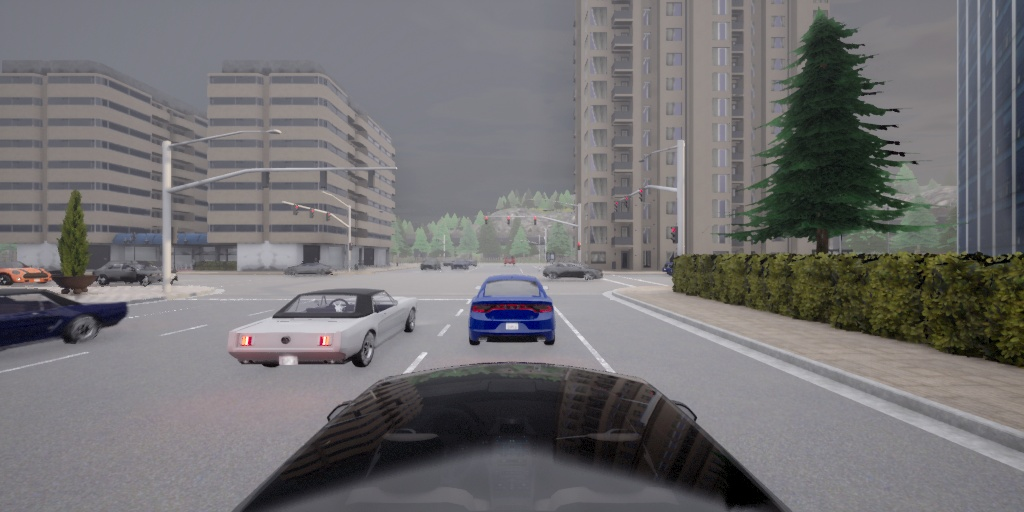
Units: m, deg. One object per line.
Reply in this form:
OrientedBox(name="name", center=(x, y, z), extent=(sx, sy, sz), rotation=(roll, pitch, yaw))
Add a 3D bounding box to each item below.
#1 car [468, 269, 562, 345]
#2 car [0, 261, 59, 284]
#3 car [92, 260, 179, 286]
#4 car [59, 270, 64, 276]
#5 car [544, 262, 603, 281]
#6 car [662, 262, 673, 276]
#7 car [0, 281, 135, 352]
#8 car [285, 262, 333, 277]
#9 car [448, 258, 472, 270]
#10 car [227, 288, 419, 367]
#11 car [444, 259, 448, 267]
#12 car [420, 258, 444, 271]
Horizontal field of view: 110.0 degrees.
OrientedBox(name="car", center=(-0.004, 1.228, 9.507), extent=(1.882, 1.535, 5.008), rotation=(0, 0, 0))
OrientedBox(name="car", center=(-35.097, 1.102, 24.810), extent=(4.553, 1.767, 2.097), rotation=(0, 0, 0))
OrientedBox(name="car", center=(-25.946, 1.241, 24.780), extent=(4.902, 1.511, 2.128), rotation=(0, 0, 1))
OrientedBox(name="car", center=(-38.613, 1.351, 28.318), extent=(4.718, 1.301, 1.895), rotation=(0, 0, 0))
OrientedBox(name="car", center=(4.903, 1.241, 29.244), extent=(4.902, 1.511, 2.128), rotation=(0, 0, 16))
OrientedBox(name="car", center=(17.894, 0.971, 35.453), extent=(5.566, 2.045, 2.150), rotation=(0, 0, 0))
OrientedBox(name="car", center=(-10.644, 1.351, 6.823), extent=(1.895, 1.301, 4.718), rotation=(0, 0, -1))
OrientedBox(name="car", center=(-20.155, 1.314, 35.736), extent=(4.181, 1.385, 1.994), rotation=(0, 0, -7))
OrientedBox(name="car", center=(-7.544, 1.102, 52.136), extent=(2.097, 1.767, 4.553), rotation=(0, 0, 0))
OrientedBox(name="car", center=(-3.496, 1.351, 7.841), extent=(1.895, 1.301, 4.718), rotation=(0, 0, 0))
OrientedBox(name="car", center=(-11.113, 1.255, 64.060), extent=(1.837, 1.490, 4.892), rotation=(0, 0, 0))
OrientedBox(name="car", center=(-11.016, 1.103, 48.700), extent=(2.097, 1.767, 4.553), rotation=(0, 0, 0))
